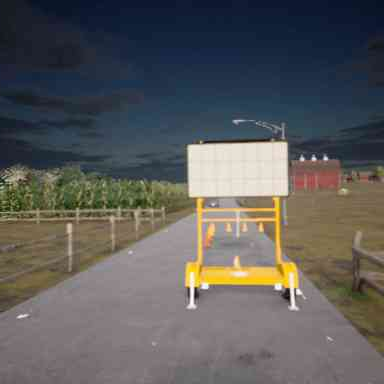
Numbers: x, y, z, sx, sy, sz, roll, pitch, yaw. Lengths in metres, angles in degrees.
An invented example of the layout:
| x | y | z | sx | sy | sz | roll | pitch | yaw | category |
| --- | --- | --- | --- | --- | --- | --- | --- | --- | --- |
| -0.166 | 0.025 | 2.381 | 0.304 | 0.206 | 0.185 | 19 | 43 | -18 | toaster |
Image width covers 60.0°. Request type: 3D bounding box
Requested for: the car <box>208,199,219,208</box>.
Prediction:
| x | y | z | sx | sy | sz | roll | pitch | yaw | category |
| --- | --- | --- | --- | --- | --- | --- | --- | --- | --- |
| 3.986 | 2.080 | 60.547 | 2.128 | 1.511 | 4.902 | -1 | 0 | 6 | car |

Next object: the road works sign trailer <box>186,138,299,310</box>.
| x | y | z | sx | sy | sz | roll | pitch | yaw | category |
| --- | --- | --- | --- | --- | --- | --- | --- | --- | --- |
| 1.101 | 0.539 | 8.020 | 2.380 | 3.560 | 2.880 | -1 | -1 | 6 | road works sign trailer |
